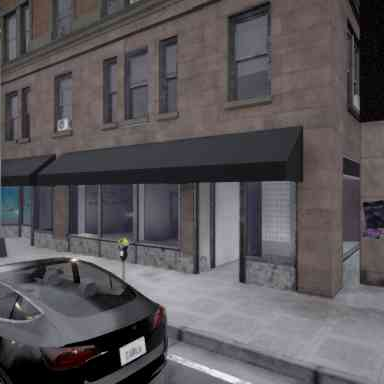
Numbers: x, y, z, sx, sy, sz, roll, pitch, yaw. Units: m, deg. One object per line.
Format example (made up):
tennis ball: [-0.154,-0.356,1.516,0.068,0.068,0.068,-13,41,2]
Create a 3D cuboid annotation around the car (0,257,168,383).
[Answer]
car: [-2.260,1.566,4.413,4.313,1.339,1.947,0,0,35]
